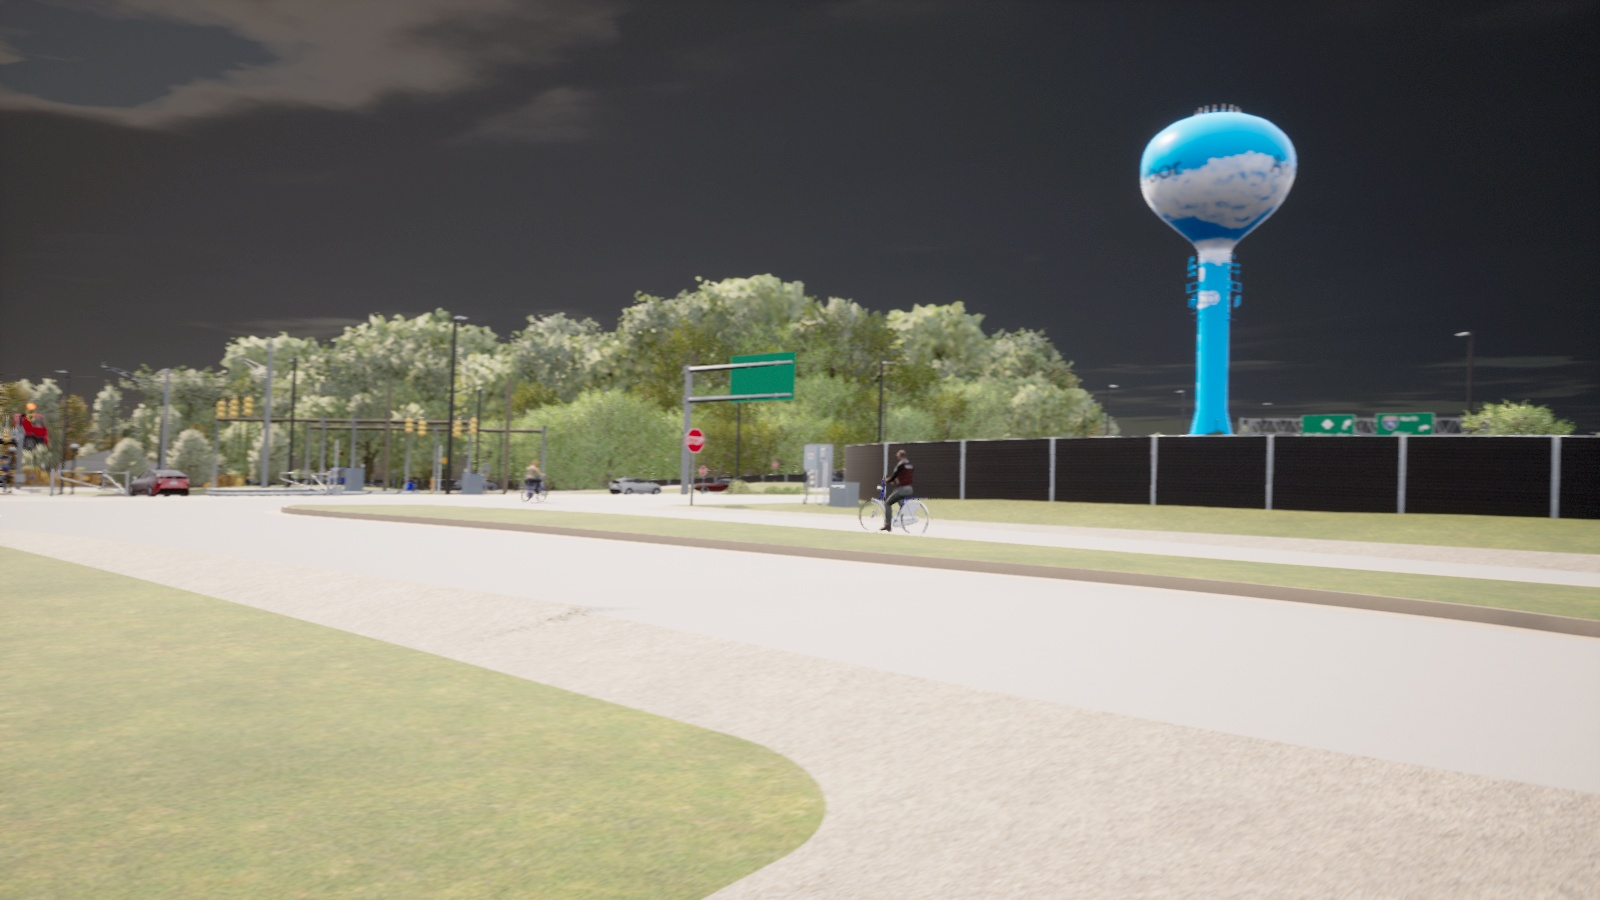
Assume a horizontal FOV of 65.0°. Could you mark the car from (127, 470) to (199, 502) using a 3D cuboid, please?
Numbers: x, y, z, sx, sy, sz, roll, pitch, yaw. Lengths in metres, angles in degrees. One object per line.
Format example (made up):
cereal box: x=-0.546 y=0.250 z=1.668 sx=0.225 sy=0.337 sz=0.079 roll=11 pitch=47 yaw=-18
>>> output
car: x=-32.565 y=1.827 z=64.146 sx=2.007 sy=1.525 sz=4.514 roll=2 pitch=-2 yaw=-44

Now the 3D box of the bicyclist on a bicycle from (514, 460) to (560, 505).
bicyclist on a bicycle: x=-9.929 y=1.214 z=47.371 sx=0.866 sy=1.612 sz=1.509 roll=4 pitch=0 yaw=26

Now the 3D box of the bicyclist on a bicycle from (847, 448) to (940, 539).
bicyclist on a bicycle: x=1.908 y=0.870 z=25.815 sx=1.843 sy=1.776 sz=0.659 roll=1 pitch=-1 yaw=44
